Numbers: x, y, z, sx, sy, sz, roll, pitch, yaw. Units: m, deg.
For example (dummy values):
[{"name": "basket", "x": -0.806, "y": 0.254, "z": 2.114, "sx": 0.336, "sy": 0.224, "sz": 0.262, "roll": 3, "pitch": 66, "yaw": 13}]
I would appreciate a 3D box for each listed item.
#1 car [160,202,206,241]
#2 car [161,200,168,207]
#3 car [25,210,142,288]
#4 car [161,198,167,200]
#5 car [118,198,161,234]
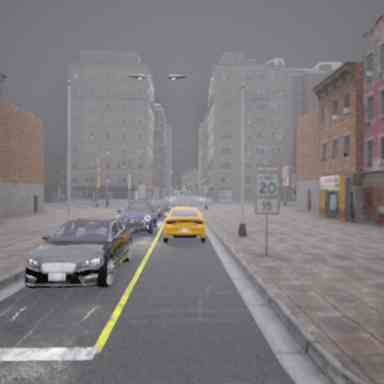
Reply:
[{"name": "car", "x": -0.380, "y": 1.491, "z": 16.674, "sx": 1.882, "sy": 1.535, "sz": 5.008, "roll": 0, "pitch": 0, "yaw": -2}, {"name": "car", "x": -3.445, "y": 1.608, "z": 29.308, "sx": 1.895, "sy": 1.301, "sz": 4.718, "roll": 0, "pitch": 0, "yaw": -1}, {"name": "car", "x": -2.850, "y": 1.492, "z": 9.321, "sx": 2.128, "sy": 1.511, "sz": 4.902, "roll": 0, "pitch": 0, "yaw": -2}, {"name": "car", "x": -3.698, "y": 1.513, "z": 39.506, "sx": 1.837, "sy": 1.490, "sz": 4.892, "roll": 0, "pitch": 0, "yaw": -2}, {"name": "car", "x": -3.150, "y": 1.356, "z": 19.252, "sx": 2.097, "sy": 1.767, "sz": 4.553, "roll": 0, "pitch": 0, "yaw": -1}]
